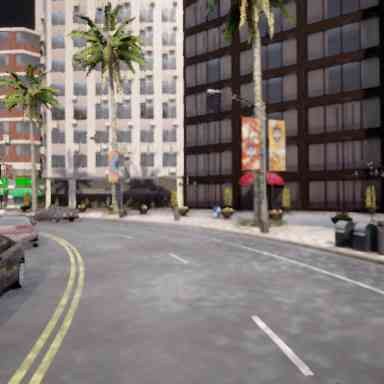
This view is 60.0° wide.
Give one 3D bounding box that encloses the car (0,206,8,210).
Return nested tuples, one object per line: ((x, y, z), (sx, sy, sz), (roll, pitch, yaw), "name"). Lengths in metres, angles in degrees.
((-15.177, 1.654, 24.138), (5.566, 2.045, 2.150), (-1, -1, 42), "car")

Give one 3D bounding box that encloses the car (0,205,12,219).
((-22.458, 2.184, 37.134), (4.674, 1.442, 1.812), (-1, -1, 26), "car")

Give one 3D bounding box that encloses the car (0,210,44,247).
((-8.579, 1.803, 15.984), (1.812, 1.442, 4.674), (0, -1, -32), "car")

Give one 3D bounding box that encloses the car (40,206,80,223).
((-12.776, 2.061, 31.280), (5.357, 1.411, 2.033), (-1, -1, 38), "car")

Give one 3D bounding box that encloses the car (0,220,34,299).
((-4.768, 1.602, 6.664), (1.882, 1.535, 5.008), (0, -1, -15), "car")
